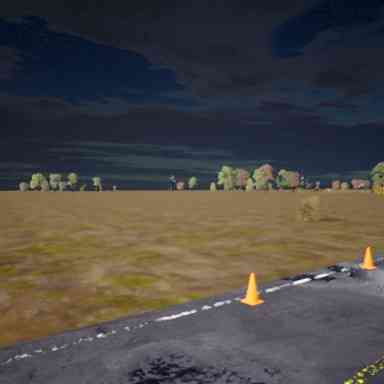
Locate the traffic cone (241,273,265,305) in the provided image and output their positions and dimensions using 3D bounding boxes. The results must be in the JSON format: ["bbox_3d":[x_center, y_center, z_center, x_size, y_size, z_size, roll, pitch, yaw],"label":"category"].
[{"bbox_3d":[1.240,1.940,6.778,0.340,0.580,0.340,0,0,-37],"label":"traffic cone"}]

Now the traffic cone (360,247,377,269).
[{"bbox_3d":[5.186,1.919,9.771,0.340,0.580,0.340,0,0,-38],"label":"traffic cone"}]
